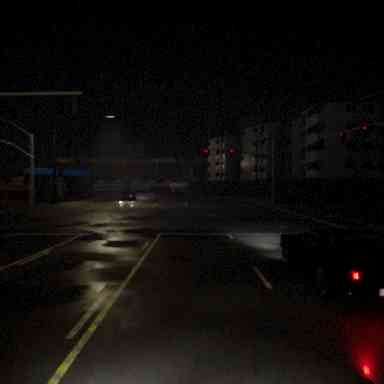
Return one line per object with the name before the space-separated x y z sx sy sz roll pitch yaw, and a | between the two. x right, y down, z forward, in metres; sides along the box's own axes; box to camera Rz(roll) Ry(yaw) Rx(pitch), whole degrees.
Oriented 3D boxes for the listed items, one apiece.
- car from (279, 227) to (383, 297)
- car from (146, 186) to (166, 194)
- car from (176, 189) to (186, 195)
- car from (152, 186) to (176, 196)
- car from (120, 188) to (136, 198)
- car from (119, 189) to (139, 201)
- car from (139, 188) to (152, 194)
car | 3.608 1.535 8.316 1.895 1.301 4.718 0 1 1
car | -9.356 -0.601 86.915 2.150 2.045 5.566 -1 2 -45
car | -3.352 0.044 78.827 2.033 1.411 5.357 -1 1 -32
car | -6.610 -0.240 77.454 2.150 2.045 5.566 -1 1 -32
car | -12.893 0.126 66.783 2.097 1.767 4.553 -1 1 -22
car | -9.853 0.473 51.060 2.097 1.767 4.553 0 1 -2
car | -12.276 -0.146 84.925 1.895 1.301 4.718 -1 2 -45
